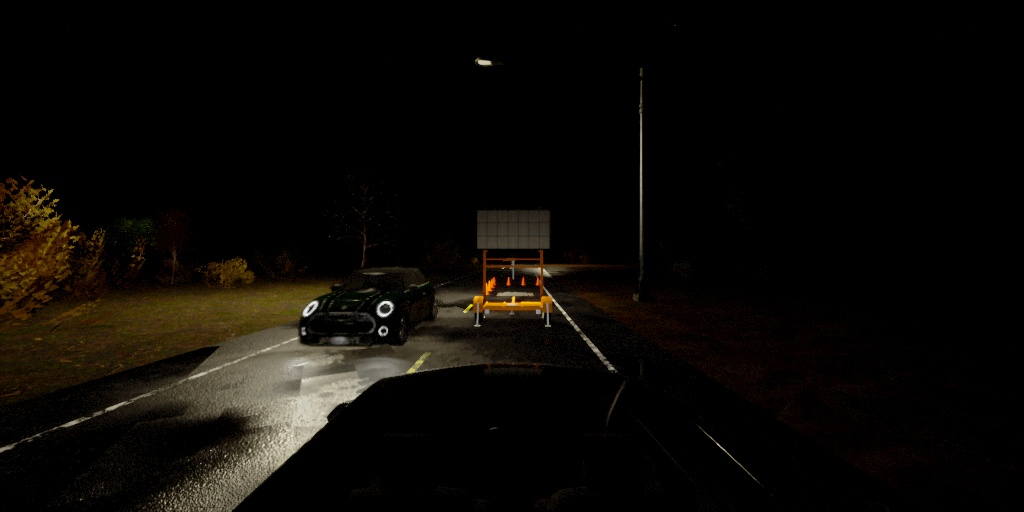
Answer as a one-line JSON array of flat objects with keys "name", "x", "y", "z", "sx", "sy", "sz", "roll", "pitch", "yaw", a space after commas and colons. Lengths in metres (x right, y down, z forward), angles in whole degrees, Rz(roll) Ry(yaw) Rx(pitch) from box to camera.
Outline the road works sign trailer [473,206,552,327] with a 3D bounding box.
[{"name": "road works sign trailer", "x": 0.042, "y": 0.214, "z": 11.548, "sx": 2.380, "sy": 3.560, "sz": 2.880, "roll": 0, "pitch": 0, "yaw": 1}]

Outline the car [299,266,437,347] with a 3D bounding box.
[{"name": "car", "x": -3.431, "y": 1.101, "z": 9.413, "sx": 2.097, "sy": 1.767, "sz": 4.553, "roll": 0, "pitch": 0, "yaw": 1}]
